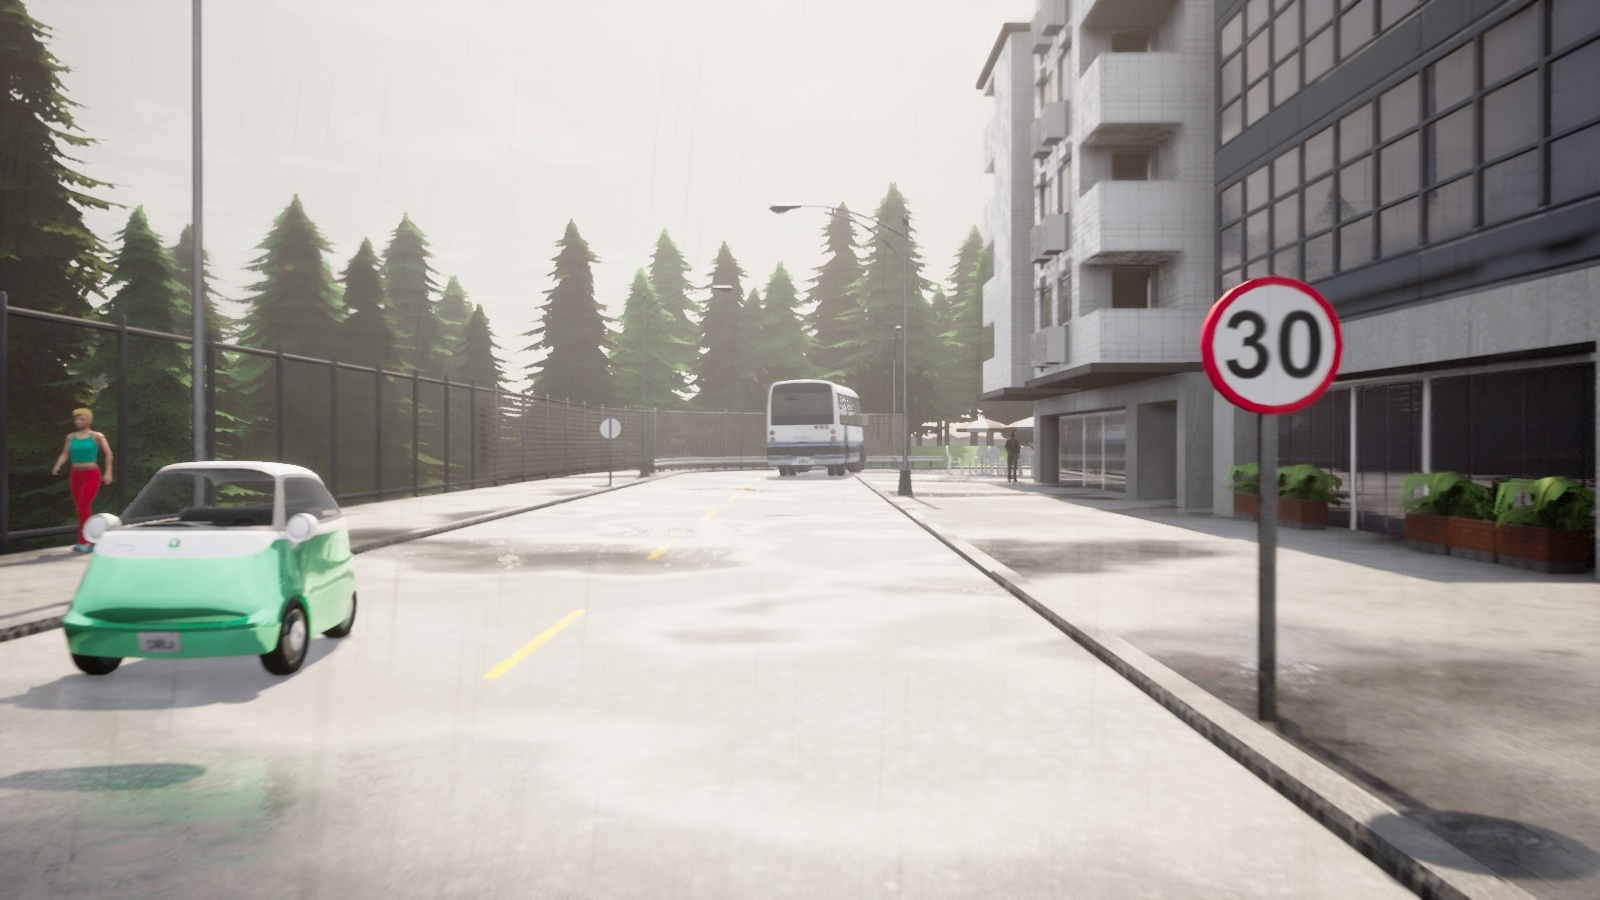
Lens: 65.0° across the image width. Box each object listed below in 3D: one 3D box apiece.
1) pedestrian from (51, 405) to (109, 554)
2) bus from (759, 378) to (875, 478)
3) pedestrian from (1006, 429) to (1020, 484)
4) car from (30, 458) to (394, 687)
[{"bbox_3d":[-9.001,0.361,15.709,0.345,1.836,0.594,0,0,5],"label":"pedestrian"},{"bbox_3d":[1.037,-0.965,59.847,3.944,4.253,10.273,-1,0,10],"label":"bus"},{"bbox_3d":[7.553,0.232,44.509,0.402,1.930,0.666,0,0,1],"label":"pedestrian"},{"bbox_3d":[-3.926,0.749,8.717,1.481,1.376,2.207,0,0,0],"label":"car"}]
